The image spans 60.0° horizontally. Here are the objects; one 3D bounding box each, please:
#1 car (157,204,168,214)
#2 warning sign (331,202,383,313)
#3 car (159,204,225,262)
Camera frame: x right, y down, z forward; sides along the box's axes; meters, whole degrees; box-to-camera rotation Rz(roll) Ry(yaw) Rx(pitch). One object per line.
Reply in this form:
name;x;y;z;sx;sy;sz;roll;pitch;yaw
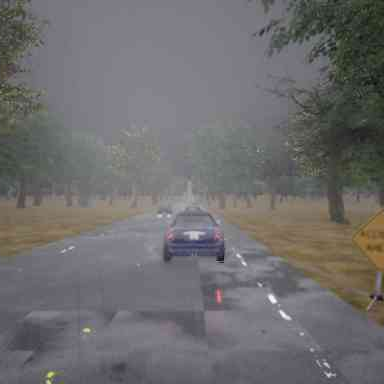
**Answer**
car;-3.587;2.260;44.905;2.033;1.411;5.357;0;-1;0
warning sign;3.601;1.188;6.350;1.300;1.860;1.060;3;2;0
car;0.082;1.517;12.993;2.097;1.767;4.553;0;-1;0
